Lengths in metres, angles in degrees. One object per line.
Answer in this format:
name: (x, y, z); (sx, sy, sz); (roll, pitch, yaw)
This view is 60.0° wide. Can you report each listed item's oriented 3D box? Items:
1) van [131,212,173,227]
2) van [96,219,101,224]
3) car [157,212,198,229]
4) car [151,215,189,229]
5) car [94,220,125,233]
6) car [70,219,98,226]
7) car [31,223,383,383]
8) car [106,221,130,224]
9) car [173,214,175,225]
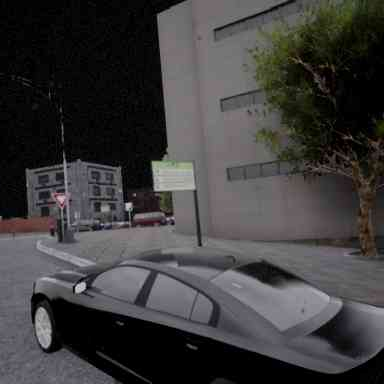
van: (-5.226, 3.639, 42.563); (4.442, 1.987, 1.878); (-7, -7, 22)
van: (-15.851, 5.165, 49.563); (4.442, 1.987, 1.878); (-7, -7, 22)
car: (-2.179, 4.320, 50.316); (5.566, 2.045, 2.435); (-7, -8, 22)
car: (-3.180, 4.322, 47.758); (5.008, 1.535, 2.097); (-7, -8, 21)
car: (-13.587, 5.725, 54.620); (4.553, 1.767, 2.185); (-7, -8, 22)
car: (-14.206, 4.480, 41.206); (1.994, 1.385, 4.181); (-7, -6, 22)
car: (-0.222, 1.456, 4.238); (5.008, 1.535, 1.882); (1, 1, 40)
car: (-10.420, 5.170, 50.384); (1.812, 1.442, 4.674); (-7, -7, 22)
car: (-4.229, 4.112, 45.135); (4.792, 1.488, 2.163); (-7, -7, 22)
